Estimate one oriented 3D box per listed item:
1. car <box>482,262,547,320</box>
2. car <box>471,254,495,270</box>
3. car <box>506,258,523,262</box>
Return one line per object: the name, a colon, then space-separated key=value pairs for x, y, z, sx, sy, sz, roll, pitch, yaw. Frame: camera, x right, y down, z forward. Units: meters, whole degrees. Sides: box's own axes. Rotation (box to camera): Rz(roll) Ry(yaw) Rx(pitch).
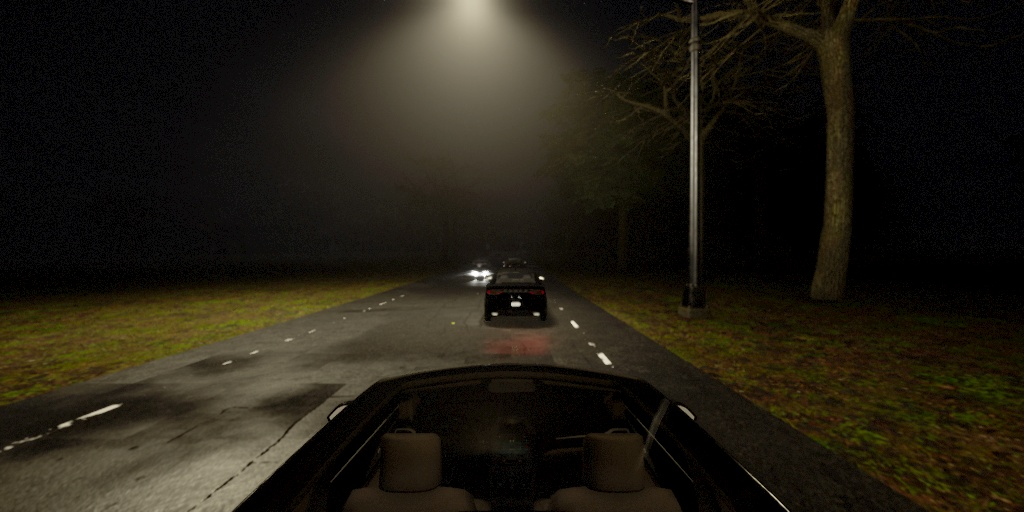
car: x=0.122 y=1.161 z=12.431 sx=1.882 sy=1.535 sz=5.008 roll=0 pitch=1 yaw=0
car: x=-3.438 y=0.767 z=40.350 sx=2.128 sy=1.511 sz=4.902 roll=0 pitch=1 yaw=0
car: x=0.215 y=0.924 z=32.332 sx=1.837 sy=1.490 sz=4.892 roll=0 pitch=1 yaw=0
